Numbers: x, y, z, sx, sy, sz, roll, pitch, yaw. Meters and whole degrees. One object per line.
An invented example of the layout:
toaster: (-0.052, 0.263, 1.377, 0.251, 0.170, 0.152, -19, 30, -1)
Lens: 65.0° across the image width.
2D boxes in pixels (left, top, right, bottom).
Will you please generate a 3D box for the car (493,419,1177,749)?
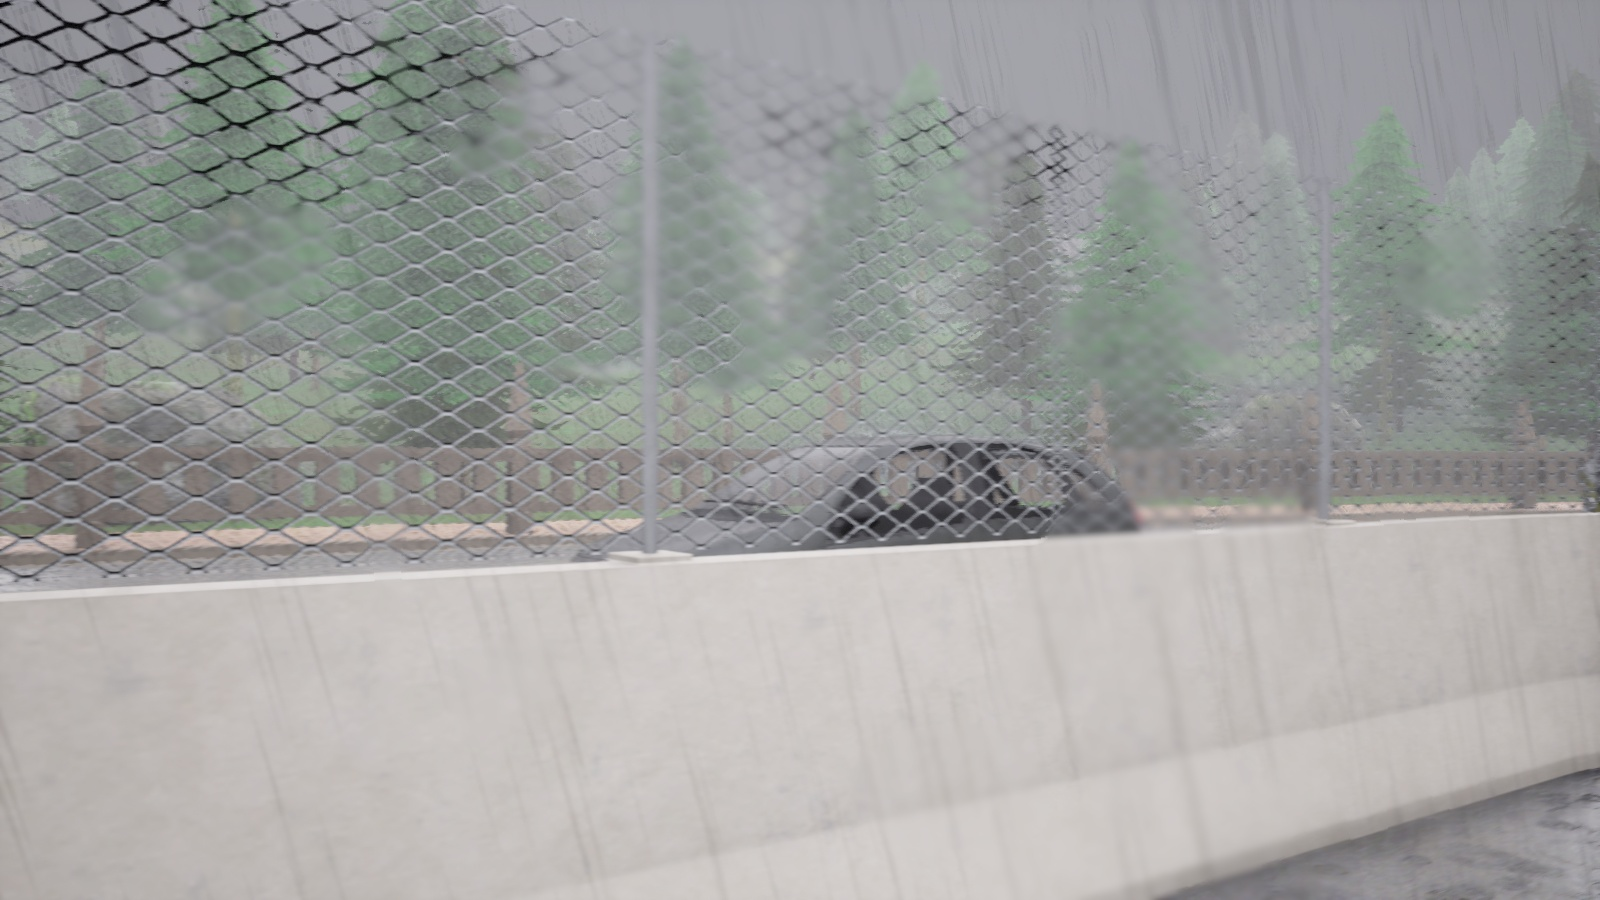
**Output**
car: (0.294, 0.660, 7.995, 3.988, 1.617, 1.851, 0, 0, -32)

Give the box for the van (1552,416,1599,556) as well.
van: (13.527, 0.512, 18.605, 4.442, 1.987, 1.775, 0, 0, -22)
